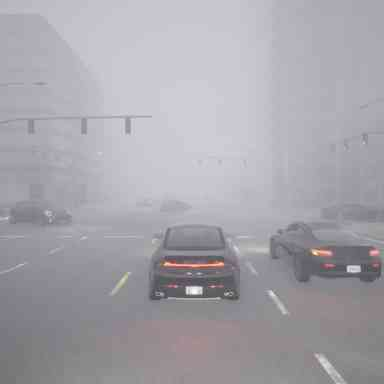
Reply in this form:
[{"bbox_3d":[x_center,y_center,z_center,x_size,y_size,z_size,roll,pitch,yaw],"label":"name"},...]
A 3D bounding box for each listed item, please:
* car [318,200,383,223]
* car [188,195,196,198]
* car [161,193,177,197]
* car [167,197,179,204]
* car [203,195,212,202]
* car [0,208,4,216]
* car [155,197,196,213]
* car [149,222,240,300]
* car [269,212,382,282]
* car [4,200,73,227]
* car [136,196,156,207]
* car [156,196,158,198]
[{"bbox_3d":[12.021,1.505,24.851,4.892,1.490,1.837,0,0,1],"label":"car"},{"bbox_3d":[-0.004,1.364,73.853,2.128,1.511,4.902,0,0,0],"label":"car"},{"bbox_3d":[-3.606,1.221,53.344,2.150,2.045,5.566,0,0,1],"label":"car"},{"bbox_3d":[-3.553,1.601,63.317,1.895,1.301,4.718,0,0,1],"label":"car"},{"bbox_3d":[3.500,1.500,74.698,1.837,1.490,4.892,0,0,0],"label":"car"},{"bbox_3d":[-18.592,1.563,28.746,4.181,1.385,1.994,0,0,0],"label":"car"},{"bbox_3d":[-1.774,1.564,37.105,1.994,1.385,4.181,0,0,32],"label":"car"},{"bbox_3d":[0.057,1.505,8.345,1.837,1.490,4.892,0,0,0],"label":"car"},{"bbox_3d":[3.563,1.526,9.601,1.812,1.442,4.674,0,0,0],"label":"car"},{"bbox_3d":[-10.205,1.352,22.498,4.553,1.767,2.097,0,0,30],"label":"car"},{"bbox_3d":[-7.101,1.547,50.103,2.033,1.411,5.357,0,0,0],"label":"car"},{"bbox_3d":[-7.073,1.477,59.926,1.882,1.535,5.008,0,0,0],"label":"car"}]
